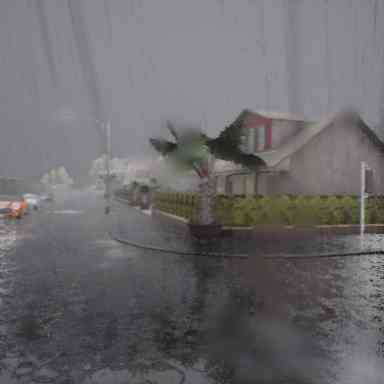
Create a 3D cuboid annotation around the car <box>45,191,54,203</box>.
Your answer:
[{"bbox_3d":[-20.457,0.684,46.408,2.128,1.511,4.902,1,1,-18],"label":"car"}]

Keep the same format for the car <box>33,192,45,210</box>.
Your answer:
[{"bbox_3d":[-15.901,0.934,32.512,1.812,1.442,4.674,1,1,-18],"label":"car"}]

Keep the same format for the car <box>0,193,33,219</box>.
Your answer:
[{"bbox_3d":[-12.892,0.902,23.402,2.097,1.767,4.553,1,1,-18],"label":"car"}]
